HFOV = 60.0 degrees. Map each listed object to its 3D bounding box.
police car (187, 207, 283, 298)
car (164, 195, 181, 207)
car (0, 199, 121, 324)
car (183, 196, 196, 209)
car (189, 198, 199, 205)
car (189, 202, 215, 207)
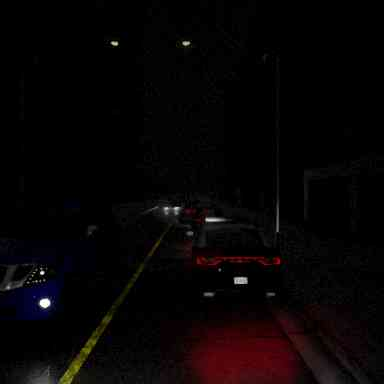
[{"bbox_3d":[0.899,1.428,8.707,1.930,1.638,5.238,0,0,0],"label":"police car"},{"bbox_3d":[-3.101,1.563,51.221,1.812,1.442,4.674,0,0,0],"label":"car"},{"bbox_3d":[-3.101,1.223,7.485,2.150,2.045,5.566,0,0,0],"label":"car"},{"bbox_3d":[0.012,1.633,46.005,1.895,1.301,4.718,0,0,1],"label":"car"},{"bbox_3d":[0.897,1.490,24.598,1.882,1.535,5.008,0,0,0],"label":"car"},{"bbox_3d":[0.898,1.534,18.598,1.812,1.442,4.674,0,0,0],"label":"car"}]
